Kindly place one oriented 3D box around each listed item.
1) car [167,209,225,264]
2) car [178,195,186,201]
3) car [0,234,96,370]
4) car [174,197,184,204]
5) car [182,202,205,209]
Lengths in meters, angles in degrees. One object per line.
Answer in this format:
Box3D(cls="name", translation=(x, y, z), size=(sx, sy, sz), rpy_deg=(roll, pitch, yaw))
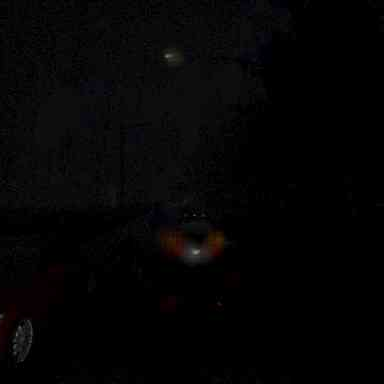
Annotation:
Box3D(cls="car", translation=(0.136, 1.570, 11.860), size=(1.812, 1.442, 4.674), rpy_deg=(0, 0, 1))
Box3D(cls="car", translation=(-2.615, 1.574, 85.561), size=(1.895, 1.301, 4.718), rpy_deg=(0, 0, 0))
Box3D(cls="car", translation=(-3.076, 1.547, 5.863), size=(1.812, 1.442, 4.674), rpy_deg=(0, 0, 0))
Box3D(cls="car", translation=(-2.685, 1.777, 70.246), size=(2.033, 1.411, 5.357), rpy_deg=(0, 0, 0))
Box3D(cls="car", translation=(0.180, 1.692, 24.755), size=(1.895, 1.301, 4.718), rpy_deg=(0, 0, 1))
